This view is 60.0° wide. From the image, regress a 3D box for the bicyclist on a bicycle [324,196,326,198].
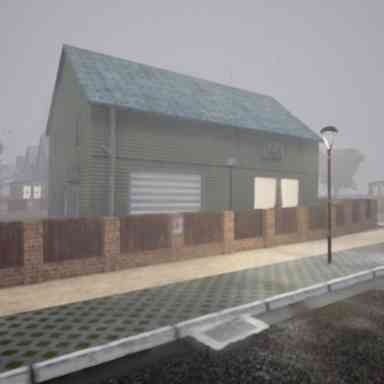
[{"bbox_3d":[13.820,1.270,34.228,1.656,1.620,0.582,1,-1,-34],"label":"bicyclist on a bicycle"}]
